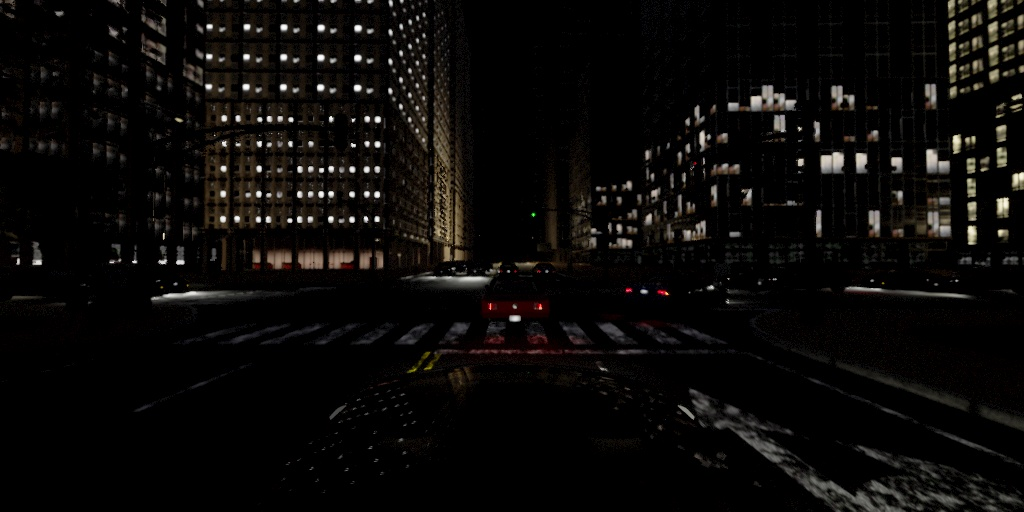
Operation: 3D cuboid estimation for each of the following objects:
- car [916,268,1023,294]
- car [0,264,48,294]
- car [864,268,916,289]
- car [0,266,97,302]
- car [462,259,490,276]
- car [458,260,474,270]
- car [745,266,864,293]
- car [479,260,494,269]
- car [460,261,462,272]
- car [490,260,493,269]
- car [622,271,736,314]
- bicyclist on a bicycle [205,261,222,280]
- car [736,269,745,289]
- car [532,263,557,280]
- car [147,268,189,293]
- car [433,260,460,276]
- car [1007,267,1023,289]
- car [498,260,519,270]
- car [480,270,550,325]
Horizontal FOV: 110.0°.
[{"bbox_3d":[27.007,1.388,20.801,4.674,1.442,1.812,0,-1,2],"label":"car"},{"bbox_3d":[-28.959,1.213,19.518,5.008,1.535,1.882,0,-1,2],"label":"car"},{"bbox_3d":[26.222,1.481,24.080,4.181,1.385,1.994,0,-1,2],"label":"car"},{"bbox_3d":[-20.316,1.217,16.001,4.674,1.442,1.812,0,-1,2],"label":"car"},{"bbox_3d":[-3.879,1.325,39.229,2.128,1.511,4.902,0,0,-2],"label":"car"},{"bbox_3d":[-7.354,1.432,57.678,1.994,1.385,4.181,0,0,-1],"label":"car"},{"bbox_3d":[17.042,1.342,21.083,4.902,1.511,2.128,0,-1,2],"label":"car"},{"bbox_3d":[-4.125,1.362,58.977,2.128,1.511,4.902,0,0,-1],"label":"car"},{"bbox_3d":[-7.233,1.327,47.712,1.882,1.535,5.008,0,0,0],"label":"car"},{"bbox_3d":[-3.991,1.400,48.920,2.033,1.411,5.357,0,0,-1],"label":"car"},{"bbox_3d":[6.323,1.265,13.606,5.357,1.411,2.033,1,-1,-41],"label":"car"},{"bbox_3d":[-25.148,1.227,30.264,0.582,1.620,1.656,0,-1,2],"label":"bicyclist on a bicycle"},{"bbox_3d":[16.852,1.454,24.339,5.357,1.411,2.033,0,-1,2],"label":"car"},{"bbox_3d":[2.907,1.366,32.834,2.033,1.411,5.357,0,0,-1],"label":"car"},{"bbox_3d":[-19.974,1.311,19.240,4.181,1.385,1.994,0,-1,2],"label":"car"},{"bbox_3d":[-7.110,1.336,38.364,1.837,1.490,4.892,0,0,-1],"label":"car"},{"bbox_3d":[36.498,1.454,23.796,4.674,1.442,1.812,0,-1,2],"label":"car"},{"bbox_3d":[-0.341,1.366,33.243,2.033,1.411,5.357,0,0,-1],"label":"car"},{"bbox_3d":[0.066,1.319,11.644,1.895,1.301,4.718,0,1,0],"label":"car"}]
